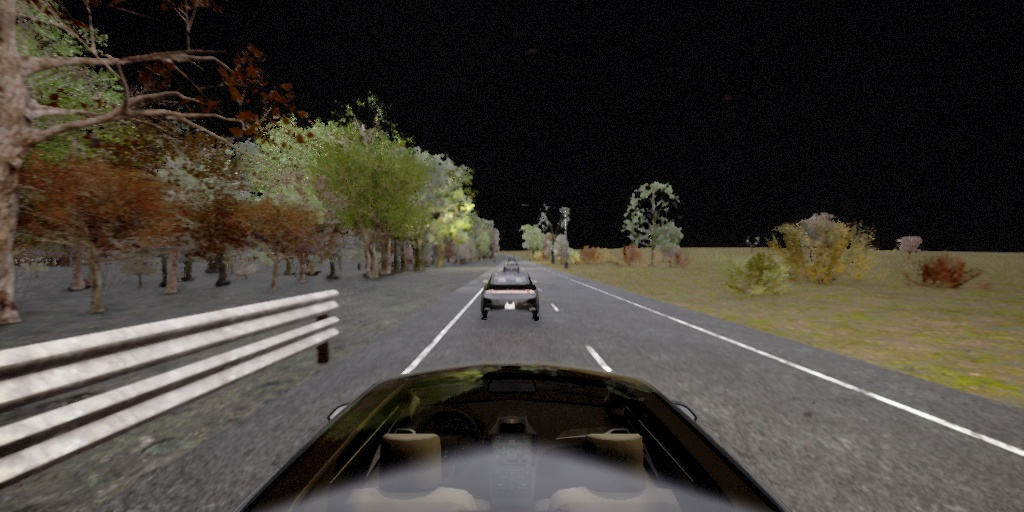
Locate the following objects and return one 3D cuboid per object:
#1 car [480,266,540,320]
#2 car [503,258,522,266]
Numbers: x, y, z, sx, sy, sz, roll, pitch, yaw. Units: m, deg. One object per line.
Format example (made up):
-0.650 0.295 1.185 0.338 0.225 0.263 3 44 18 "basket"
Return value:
-0.060 1.270 12.877 2.128 1.511 4.902 0 0 0 "car"
-0.057 1.331 42.881 2.128 1.511 4.902 0 0 0 "car"
